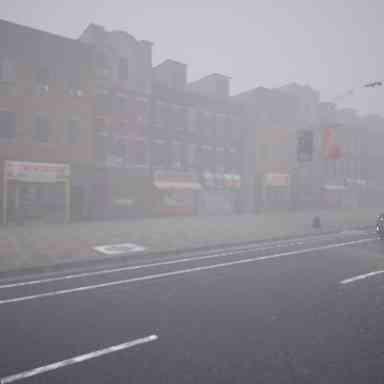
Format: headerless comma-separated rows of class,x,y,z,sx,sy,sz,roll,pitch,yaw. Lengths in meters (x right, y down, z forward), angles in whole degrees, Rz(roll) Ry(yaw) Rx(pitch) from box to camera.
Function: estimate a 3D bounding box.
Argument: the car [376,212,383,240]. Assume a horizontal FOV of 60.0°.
car,10.754,1.180,15.346,5.566,2.045,2.150,0,0,-35
